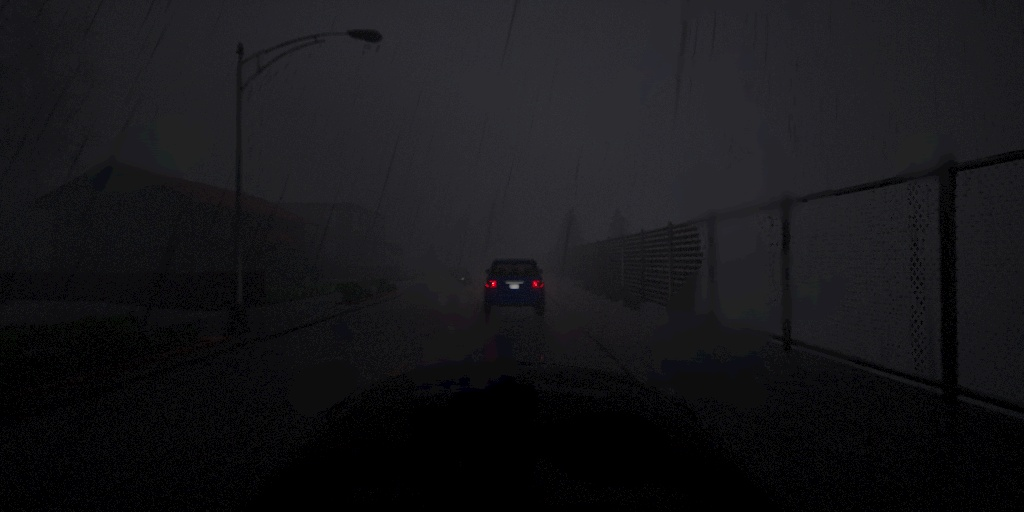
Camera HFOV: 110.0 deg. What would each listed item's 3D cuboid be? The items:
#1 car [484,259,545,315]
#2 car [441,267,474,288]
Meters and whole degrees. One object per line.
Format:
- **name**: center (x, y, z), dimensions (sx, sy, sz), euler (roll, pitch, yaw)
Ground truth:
- **car**: center (0.091, 1.131, 14.511), dimensions (2.150, 2.045, 5.566), euler (0, -1, 0)
- **car**: center (-4.096, 1.593, 27.232), dimensions (1.812, 1.442, 4.674), euler (0, -1, 0)
